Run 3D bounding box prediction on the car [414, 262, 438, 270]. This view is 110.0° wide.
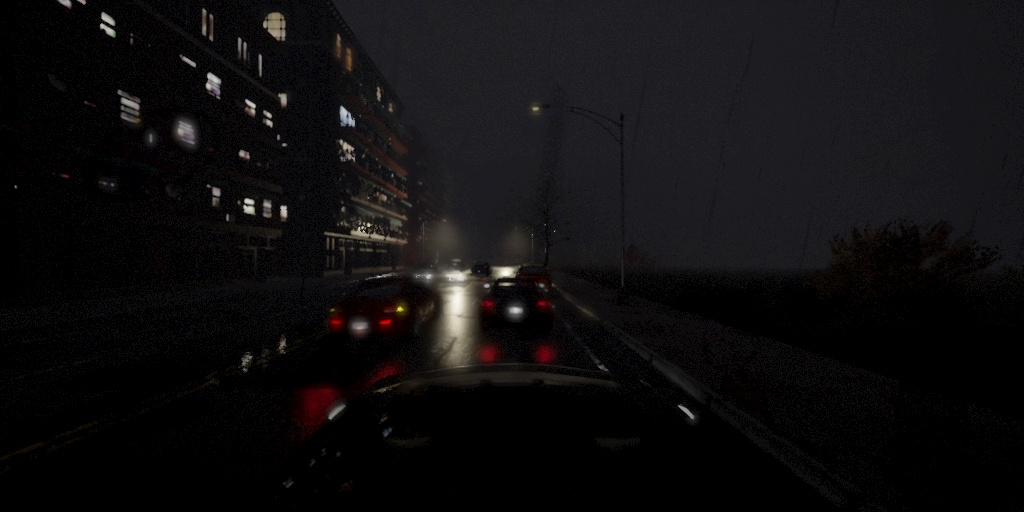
[{"bbox_3d":[-9.905,1.352,41.524,1.994,1.385,4.181,0,0,0],"label":"car"}]

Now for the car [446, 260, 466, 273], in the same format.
[{"bbox_3d":[-6.656,1.281,43.196,2.128,1.511,4.902,0,0,0],"label":"car"}]

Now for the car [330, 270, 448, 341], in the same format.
[{"bbox_3d":[-3.162,1.284,9.751,1.812,1.442,4.674,0,0,0],"label":"car"}]

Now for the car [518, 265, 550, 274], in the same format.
[{"bbox_3d":[1.112,1.247,19.891,1.882,1.535,5.008,0,0,0],"label":"car"}]

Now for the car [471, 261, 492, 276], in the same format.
[{"bbox_3d":[-3.201,1.277,37.514,2.128,1.511,4.902,0,0,0],"label":"car"}]

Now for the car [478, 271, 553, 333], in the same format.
[{"bbox_3d":[0.090,1.324,10.844,1.994,1.385,4.181,0,0,0],"label":"car"}]
